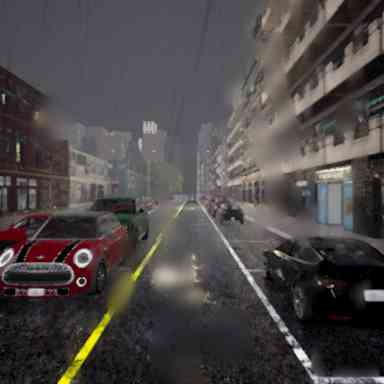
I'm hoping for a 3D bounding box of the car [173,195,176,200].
[{"bbox_3d":[-5.702,1.468,86.715,1.947,1.339,4.313,0,0,0],"label":"car"}]

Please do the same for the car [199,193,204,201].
[{"bbox_3d":[2.679,1.484,81.016,1.802,1.307,4.206,0,0,0],"label":"car"}]

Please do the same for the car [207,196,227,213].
[{"bbox_3d":[2.690,1.382,29.746,1.967,1.590,4.097,0,0,0],"label":"car"}]

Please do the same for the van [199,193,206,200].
[{"bbox_3d":[2.679,1.243,86.714,1.690,1.788,3.998,0,0,0],"label":"van"}]

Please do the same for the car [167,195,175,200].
[{"bbox_3d":[-5.703,1.447,92.412,1.887,1.381,4.507,0,0,0],"label":"car"}]

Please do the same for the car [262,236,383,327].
[{"bbox_3d":[2.694,1.550,6.959,1.947,1.339,4.313,0,0,0],"label":"car"}]

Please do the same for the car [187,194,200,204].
[{"bbox_3d":[-0.011,1.457,59.221,2.033,1.411,5.357,0,0,0],"label":"car"}]

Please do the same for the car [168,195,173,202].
[{"bbox_3d":[-5.699,1.469,69.626,1.947,1.339,4.313,0,0,0],"label":"car"}]

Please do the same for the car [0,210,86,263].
[{"bbox_3d":[-5.688,1.516,12.660,1.887,1.381,4.507,0,0,0],"label":"car"}]

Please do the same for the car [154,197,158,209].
[{"bbox_3d":[-5.692,1.367,41.142,1.967,1.590,4.097,0,0,0],"label":"car"}]

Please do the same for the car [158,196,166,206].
[{"bbox_3d":[-5.696,1.481,52.535,1.947,1.339,4.313,0,0,0],"label":"car"}]

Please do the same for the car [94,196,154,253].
[{"bbox_3d":[-3.094,1.191,13.950,2.150,2.045,5.566,0,0,0],"label":"car"}]

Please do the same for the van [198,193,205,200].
[{"bbox_3d":[2.678,1.244,92.410,1.690,1.788,3.998,0,0,0],"label":"van"}]

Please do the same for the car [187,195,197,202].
[{"bbox_3d":[-0.012,1.336,69.645,2.033,1.411,5.357,0,0,0],"label":"car"}]

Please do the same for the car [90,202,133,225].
[{"bbox_3d":[-5.690,1.502,24.052,2.008,1.369,4.403,0,0,0],"label":"car"}]

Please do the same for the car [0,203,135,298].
[{"bbox_3d":[-3.001,1.332,8.644,2.097,1.767,4.553,0,0,0],"label":"car"}]

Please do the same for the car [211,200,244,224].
[{"bbox_3d":[2.690,1.502,24.049,2.008,1.369,4.403,0,0,0],"label":"car"}]

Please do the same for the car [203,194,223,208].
[{"bbox_3d":[2.690,1.249,35.443,2.192,1.841,5.009,0,0,0],"label":"car"}]

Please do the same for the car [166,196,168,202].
[{"bbox_3d":[-5.697,1.492,58.232,1.802,1.307,4.206,0,0,0],"label":"car"}]
